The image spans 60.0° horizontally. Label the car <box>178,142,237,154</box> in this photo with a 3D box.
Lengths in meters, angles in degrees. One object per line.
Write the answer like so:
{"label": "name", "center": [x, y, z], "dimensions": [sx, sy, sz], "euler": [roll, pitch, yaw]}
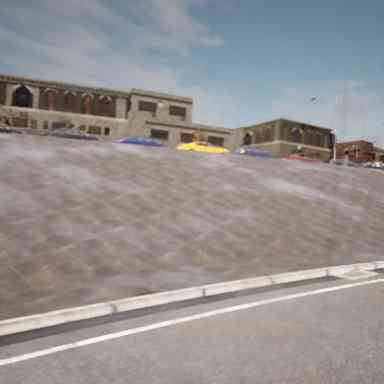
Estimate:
{"label": "car", "center": [1.136, -3.696, 30.149], "dimensions": [5.008, 1.535, 2.097], "euler": [3, -1, -20]}

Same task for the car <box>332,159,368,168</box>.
{"label": "car", "center": [16.581, -2.873, 36.630], "dimensions": [4.674, 1.452, 2.002], "euler": [3, -1, -24]}

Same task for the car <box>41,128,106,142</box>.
{"label": "car", "center": [-9.302, -4.205, 26.420], "dimensions": [4.892, 1.521, 2.231], "euler": [3, -1, -18]}

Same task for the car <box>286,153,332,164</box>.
{"label": "car", "center": [11.542, -3.142, 34.392], "dimensions": [4.792, 1.488, 2.163], "euler": [3, -1, -23]}

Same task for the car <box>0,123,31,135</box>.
{"label": "car", "center": [-14.548, -4.437, 24.718], "dimensions": [4.892, 1.521, 2.231], "euler": [2, -1, -18]}

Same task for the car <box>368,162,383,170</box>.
{"label": "car", "center": [21.483, -2.657, 38.935], "dimensions": [4.892, 1.521, 2.231], "euler": [3, -1, -25]}

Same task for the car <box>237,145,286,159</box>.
{"label": "car", "center": [6.276, -3.564, 32.174], "dimensions": [4.553, 1.767, 2.185], "euler": [3, -1, -21]}

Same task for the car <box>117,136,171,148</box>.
{"label": "car", "center": [-4.064, -3.913, 28.227], "dimensions": [4.674, 1.452, 2.002], "euler": [3, -1, -19]}
